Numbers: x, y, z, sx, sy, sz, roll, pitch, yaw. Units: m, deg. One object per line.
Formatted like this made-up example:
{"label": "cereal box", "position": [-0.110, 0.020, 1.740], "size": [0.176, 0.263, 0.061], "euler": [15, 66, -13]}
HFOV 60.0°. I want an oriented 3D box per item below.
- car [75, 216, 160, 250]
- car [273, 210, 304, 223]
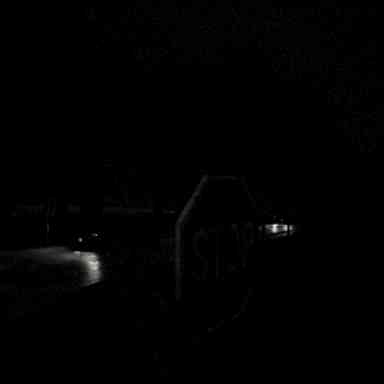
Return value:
{"label": "car", "position": [-3.651, 1.988, 17.041], "size": [1.812, 1.442, 4.674], "euler": [0, -2, 38]}
{"label": "car", "position": [10.495, 2.644, 36.132], "size": [1.895, 1.301, 4.718], "euler": [0, -1, 36]}
